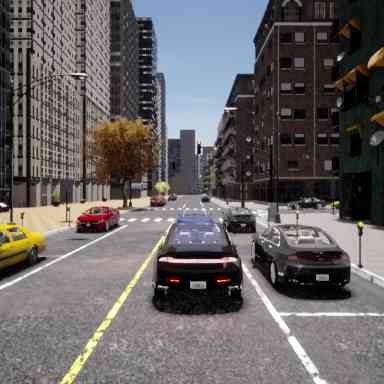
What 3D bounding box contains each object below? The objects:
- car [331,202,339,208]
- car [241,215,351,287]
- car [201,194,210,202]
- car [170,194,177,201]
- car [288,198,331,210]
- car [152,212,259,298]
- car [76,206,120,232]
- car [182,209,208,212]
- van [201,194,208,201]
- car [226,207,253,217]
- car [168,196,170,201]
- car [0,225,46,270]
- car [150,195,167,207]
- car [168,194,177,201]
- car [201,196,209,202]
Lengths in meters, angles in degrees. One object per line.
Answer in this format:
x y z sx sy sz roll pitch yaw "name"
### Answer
19.017 1.259 39.562 4.829 1.417 1.752 -1 1 0 "car"
2.732 1.552 9.116 2.008 1.369 4.403 0 0 0 "car"
3.058 1.630 74.660 1.947 1.339 4.313 0 0 0 "car"
-5.268 1.649 85.749 1.947 1.339 4.313 0 0 0 "car"
13.620 1.359 39.534 4.403 1.369 2.008 -1 1 0 "car"
0.130 1.492 8.518 2.128 1.511 4.902 0 0 0 "car"
-5.594 1.549 20.224 1.887 1.381 4.507 0 0 0 "car"
0.167 1.605 18.636 1.895 1.301 4.718 0 0 1 "car"
3.113 1.424 85.707 1.690 1.788 3.998 0 0 0 "van"
2.786 1.555 20.182 2.008 1.369 4.403 0 0 0 "car"
-5.405 1.607 58.134 1.947 1.339 4.313 0 0 0 "car"
-5.649 1.526 8.988 1.752 1.417 4.829 0 0 0 "car"
-5.433 1.349 52.611 2.192 1.841 5.009 0 0 0 "car"
-5.241 1.409 91.271 2.192 1.841 5.009 0 0 0 "car"
3.086 1.599 80.353 1.752 1.417 4.829 0 0 0 "car"
